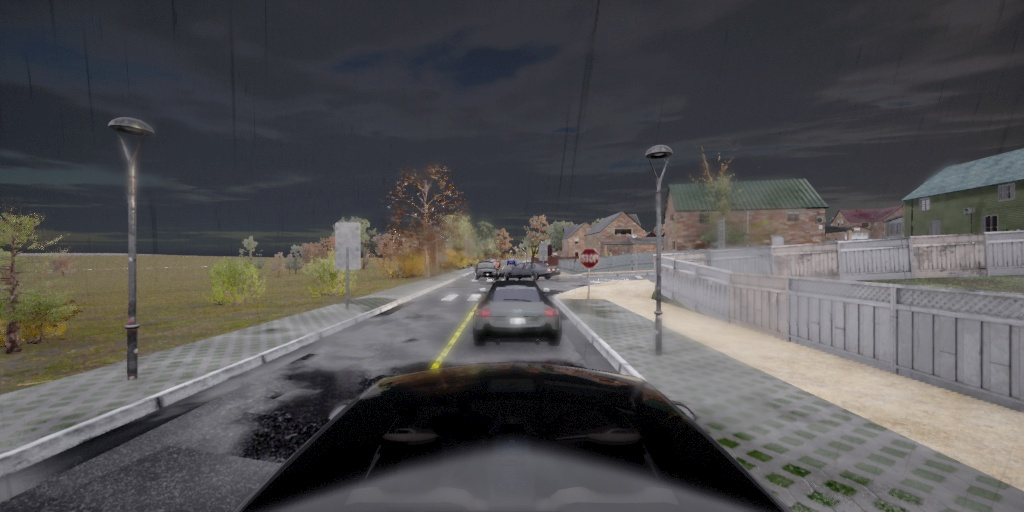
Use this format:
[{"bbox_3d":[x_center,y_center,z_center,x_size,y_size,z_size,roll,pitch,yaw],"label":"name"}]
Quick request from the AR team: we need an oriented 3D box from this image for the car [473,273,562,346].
[{"bbox_3d":[0.089,1.313,9.392,1.994,1.385,4.181,0,0,-1],"label":"car"}]

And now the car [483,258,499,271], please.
[{"bbox_3d":[-2.933,1.117,51.131,2.097,1.767,4.553,0,0,1],"label":"car"}]

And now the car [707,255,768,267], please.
[{"bbox_3d":[14.350,0.412,22.808,4.181,1.385,1.994,-3,0,16],"label":"car"}]

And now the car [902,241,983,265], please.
[{"bbox_3d":[23.855,-0.210,20.403,4.902,1.511,2.128,-3,0,14],"label":"car"}]

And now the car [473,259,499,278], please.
[{"bbox_3d":[-2.302,1.256,31.314,1.837,1.490,4.892,0,0,-8],"label":"car"}]

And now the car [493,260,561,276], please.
[{"bbox_3d":[1.290,1.196,28.409,5.357,1.411,2.033,-4,-3,43],"label":"car"}]
